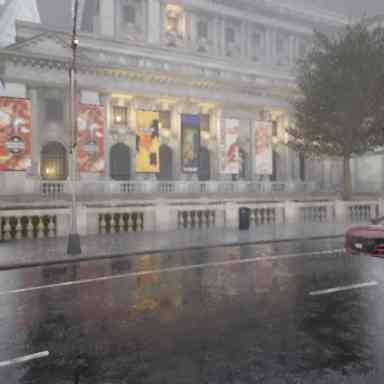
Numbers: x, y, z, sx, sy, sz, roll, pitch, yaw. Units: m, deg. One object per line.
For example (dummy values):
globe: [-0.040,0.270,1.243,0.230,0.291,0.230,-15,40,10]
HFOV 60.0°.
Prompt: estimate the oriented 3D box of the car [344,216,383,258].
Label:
car: [7.474,1.373,11.282,5.008,1.535,1.882,-1,0,-23]
